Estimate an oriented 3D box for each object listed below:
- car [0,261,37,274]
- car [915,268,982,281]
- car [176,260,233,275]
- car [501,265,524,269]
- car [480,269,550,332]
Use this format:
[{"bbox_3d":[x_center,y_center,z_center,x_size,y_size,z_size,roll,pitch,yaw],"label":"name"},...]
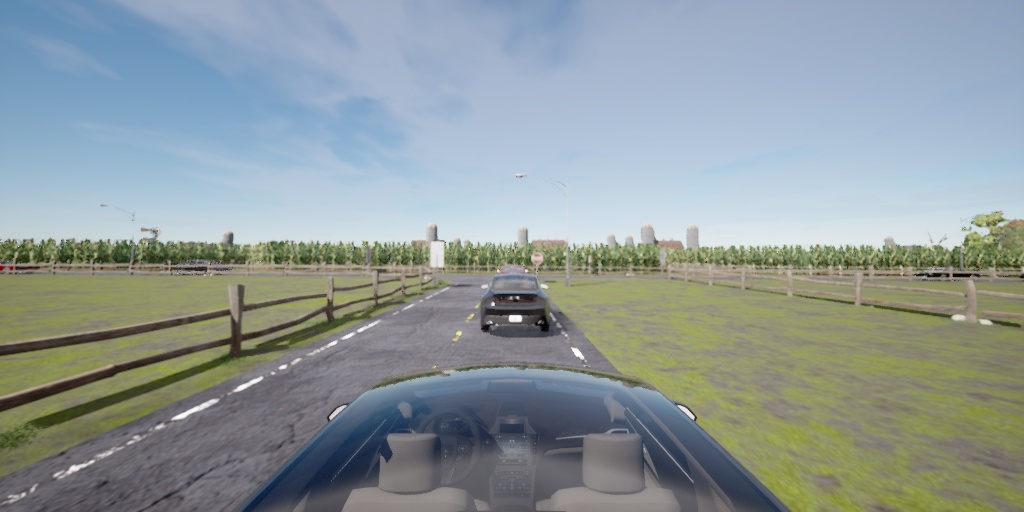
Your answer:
[{"bbox_3d":[-51.822,1.150,36.631,4.718,1.301,1.895,0,-1,0],"label":"car"},{"bbox_3d":[44.127,1.838,36.275,4.718,1.301,1.895,0,-1,1],"label":"car"},{"bbox_3d":[-31.211,1.169,36.472,4.892,1.490,1.837,1,-1,0],"label":"car"},{"bbox_3d":[0.031,1.315,23.368,1.882,1.535,5.008,0,0,-1],"label":"car"},{"bbox_3d":[0.081,1.292,11.065,1.837,1.490,4.892,0,-1,0],"label":"car"}]
